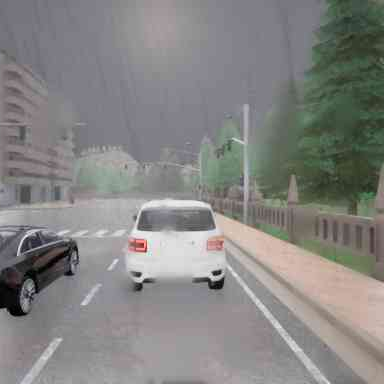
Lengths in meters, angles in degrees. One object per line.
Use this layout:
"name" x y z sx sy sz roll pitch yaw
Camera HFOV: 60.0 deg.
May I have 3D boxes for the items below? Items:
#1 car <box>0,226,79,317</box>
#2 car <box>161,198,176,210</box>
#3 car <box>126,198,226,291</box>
"car" -3.971 1.492 7.405 2.128 1.511 4.902 0 0 -3
"car" -3.166 1.526 44.422 1.812 1.442 4.674 0 0 -4
"car" -0.480 1.221 9.186 2.150 2.045 5.566 0 0 -4
